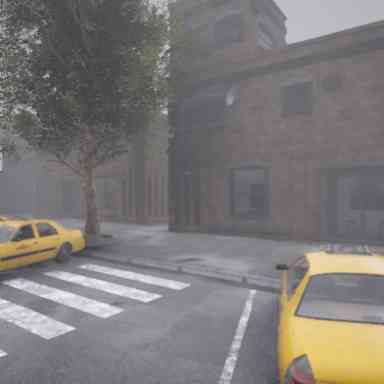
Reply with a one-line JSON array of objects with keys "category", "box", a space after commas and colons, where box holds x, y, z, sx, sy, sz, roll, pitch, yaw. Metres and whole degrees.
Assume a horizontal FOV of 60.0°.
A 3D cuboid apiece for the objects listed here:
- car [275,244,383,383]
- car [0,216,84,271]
[{"category": "car", "box": [2.173, 1.494, 4.761, 1.946, 1.575, 5.366, 0, -1, 15]}, {"category": "car", "box": [-5.264, 1.499, 9.637, 1.946, 1.575, 5.366, 1, -1, 16]}]
